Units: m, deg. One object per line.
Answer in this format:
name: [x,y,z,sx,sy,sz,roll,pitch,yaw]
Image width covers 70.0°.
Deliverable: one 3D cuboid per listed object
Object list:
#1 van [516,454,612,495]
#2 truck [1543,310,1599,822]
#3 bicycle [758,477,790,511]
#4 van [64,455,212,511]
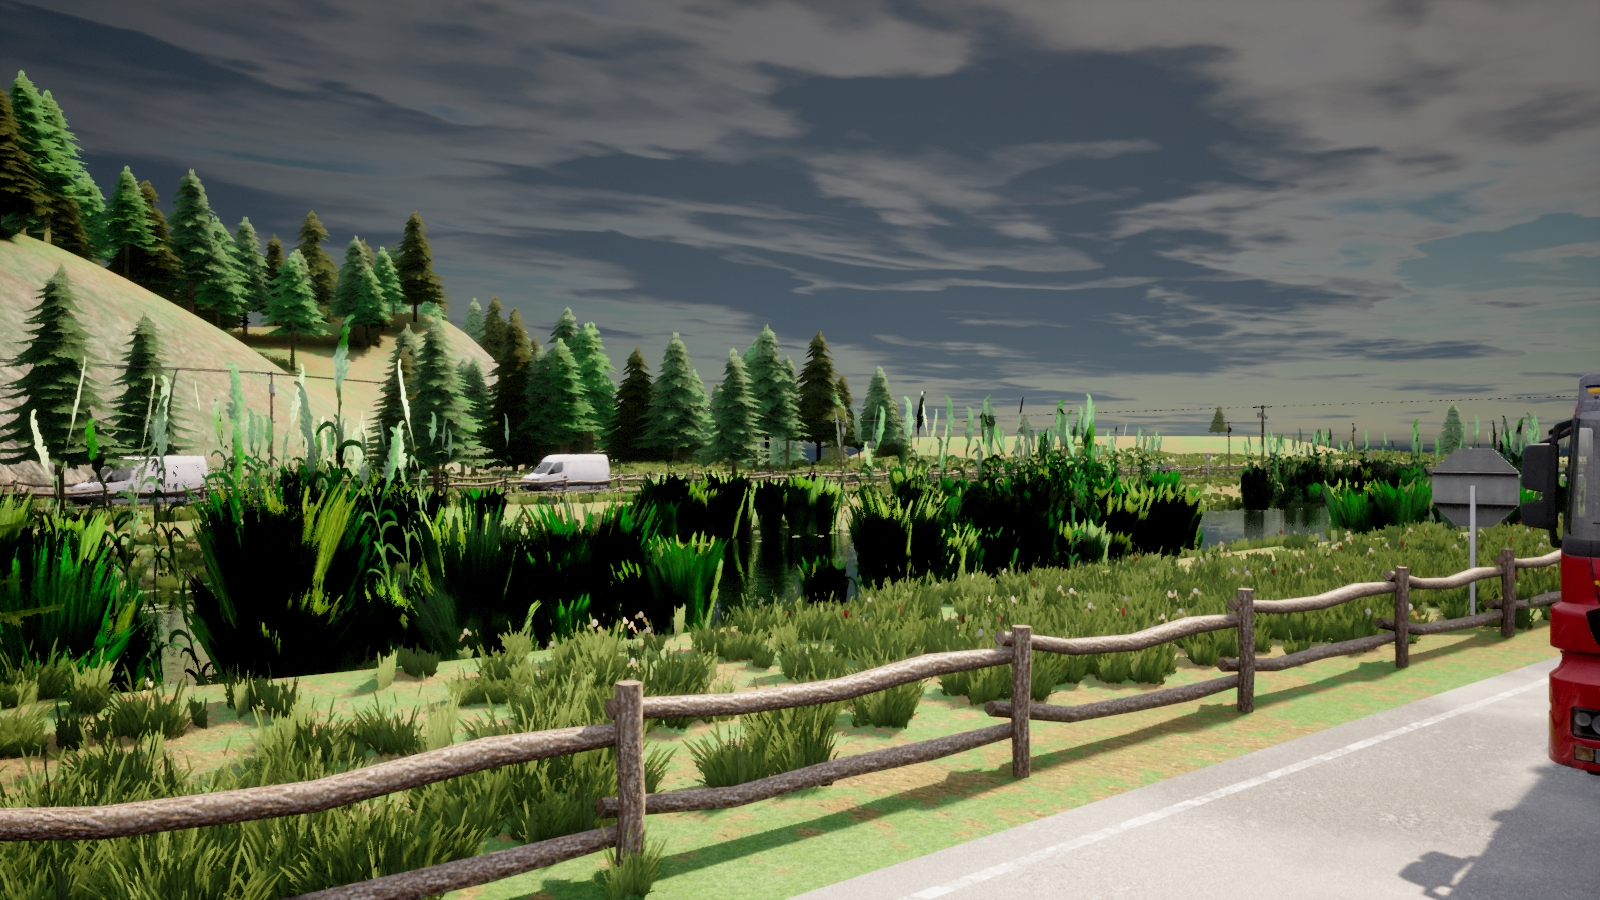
van: [-15.170,1.534,73.649,5.915,2.561,1.988,0,0,-44]
truck: [9.610,0.862,10.983,2.891,3.827,8.468,0,0,42]
bicycle: [-1.183,2.029,52.625,1.643,1.496,0.373,0,0,-43]
van: [-32.230,1.535,55.759,1.988,2.561,5.915,0,0,42]
